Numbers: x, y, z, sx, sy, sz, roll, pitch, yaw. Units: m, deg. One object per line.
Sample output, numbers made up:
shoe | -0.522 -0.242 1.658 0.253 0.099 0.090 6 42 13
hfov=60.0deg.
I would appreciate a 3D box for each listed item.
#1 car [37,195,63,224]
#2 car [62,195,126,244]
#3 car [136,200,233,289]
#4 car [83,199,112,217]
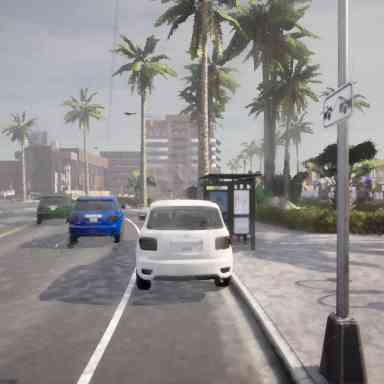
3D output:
car | -10.112 1.217 24.792 2.150 2.045 5.566 0 0 -17
car | -4.475 1.221 16.126 2.150 2.045 5.566 0 0 -10
car | -0.340 1.219 9.382 2.150 2.045 5.566 0 0 -5
car | -9.340 1.485 32.533 2.128 1.511 4.902 0 0 -23
